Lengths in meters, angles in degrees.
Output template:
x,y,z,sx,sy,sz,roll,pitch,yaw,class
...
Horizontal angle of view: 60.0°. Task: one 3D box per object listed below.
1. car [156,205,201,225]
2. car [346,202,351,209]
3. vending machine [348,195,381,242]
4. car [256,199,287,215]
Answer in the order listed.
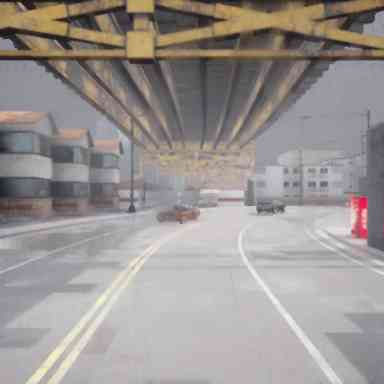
x,y,z,sx,sy,sz,roll,pitch,yaw,class
-0.924,1.613,24.388,1.895,1.301,4.718,0,0,19,car
27.214,1.852,53.748,4.553,1.767,2.097,2,-1,-20,car
7.912,1.184,15.342,1.100,2.100,0.880,-1,-1,10,vending machine
8.314,1.488,34.510,2.128,1.511,4.902,-1,-1,34,car
